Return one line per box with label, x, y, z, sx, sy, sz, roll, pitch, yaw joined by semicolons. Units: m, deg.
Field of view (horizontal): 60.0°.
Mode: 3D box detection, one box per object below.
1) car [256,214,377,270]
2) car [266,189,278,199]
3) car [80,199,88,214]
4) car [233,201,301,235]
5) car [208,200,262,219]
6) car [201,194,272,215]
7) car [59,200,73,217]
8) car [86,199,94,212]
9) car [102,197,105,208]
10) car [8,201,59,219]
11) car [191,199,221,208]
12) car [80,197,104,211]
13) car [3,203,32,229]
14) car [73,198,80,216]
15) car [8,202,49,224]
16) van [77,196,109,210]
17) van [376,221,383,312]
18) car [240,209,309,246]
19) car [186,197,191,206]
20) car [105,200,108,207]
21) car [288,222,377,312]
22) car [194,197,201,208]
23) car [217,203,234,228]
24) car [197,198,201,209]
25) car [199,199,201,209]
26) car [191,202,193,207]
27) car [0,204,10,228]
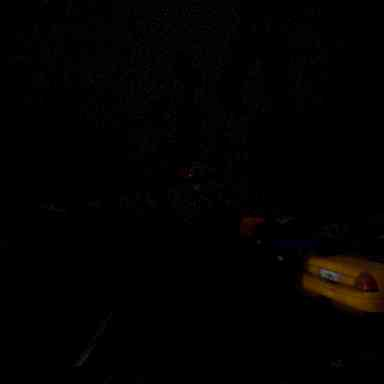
car;4.739;1.566;9.934;5.008;1.535;2.097;1;0;-21
car;17.030;0.776;70.332;2.002;1.452;4.674;-6;3;-30
car;-14.456;1.872;37.208;4.674;1.452;2.002;-1;0;-23
car;4.632;1.488;15.973;4.553;1.767;2.185;1;-1;-21
car;4.319;1.712;28.052;5.008;1.535;2.097;1;0;-23
car;4.160;1.484;31.058;5.566;2.045;2.435;1;0;-23
car;-14.293;1.779;31.221;5.366;1.575;1.946;-1;0;-23
car;-14.653;1.898;40.162;4.674;1.452;2.002;-1;0;-24
car;-15.266;1.909;45.992;5.366;1.575;1.946;-1;0;-24
car;-14.014;1.629;28.331;4.553;1.767;2.185;-1;-1;-22
car;2.377;1.991;58.156;4.792;1.488;2.163;1;-1;-26
car;-14.702;1.878;43.197;5.366;1.575;1.946;-1;-1;-24
car;-13.722;1.731;22.436;4.792;1.488;2.163;-1;-1;-22
car;-14.255;1.680;34.263;4.553;1.767;2.185;-1;0;-23
car;-13.850;1.728;25.378;5.008;1.535;2.097;-1;0;-22
van;-15.508;1.734;52.022;4.442;1.987;1.878;-1;-1;-25
van;4.650;1.289;3.866;4.442;1.987;1.878;1;0;-20
car;4.687;1.591;12.952;4.892;1.521;2.231;1;-1;-21
car;2.317;1.926;55.096;5.366;1.575;1.946;1;0;-26
car;-15.314;1.809;49.033;4.553;1.767;2.185;-1;0;-25
car;4.919;1.541;6.991;5.366;1.575;1.946;1;-1;-20
car;3.263;1.859;46.148;4.892;1.521;2.231;1;0;-25
car;4.514;1.663;22.017;5.008;1.535;2.097;1;-1;-22
car;3.471;1.873;43.137;4.674;1.452;2.002;1;-1;-24
car;3.681;1.849;40.120;4.674;1.452;2.002;1;0;-24
car;2.791;1.782;52.182;4.553;1.767;2.185;1;0;-25
car;-13.691;1.706;19.441;4.792;1.488;2.163;-1;0;-21
